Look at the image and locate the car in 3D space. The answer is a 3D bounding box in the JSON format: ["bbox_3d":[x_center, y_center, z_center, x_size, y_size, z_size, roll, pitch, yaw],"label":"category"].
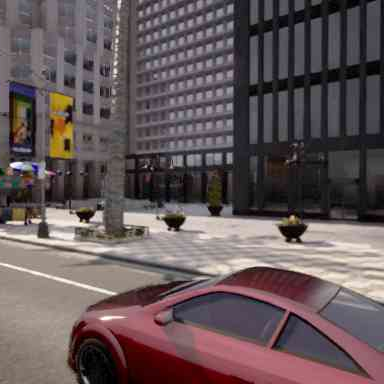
[{"bbox_3d":[0.566,1.554,3.586,4.181,1.385,1.994,0,0,35],"label":"car"}]
